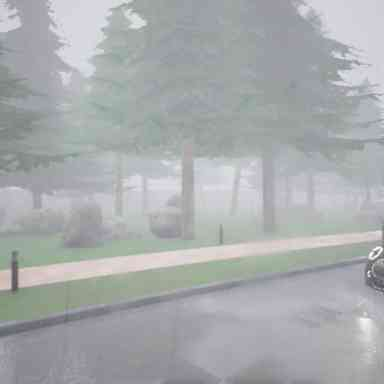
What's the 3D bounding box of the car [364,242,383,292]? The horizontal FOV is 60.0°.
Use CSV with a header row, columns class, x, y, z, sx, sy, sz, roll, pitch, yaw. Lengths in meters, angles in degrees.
class,x,y,z,sx,sy,sz,roll,pitch,yaw
car,6.064,1.342,7.589,4.553,1.767,2.097,0,0,-30
